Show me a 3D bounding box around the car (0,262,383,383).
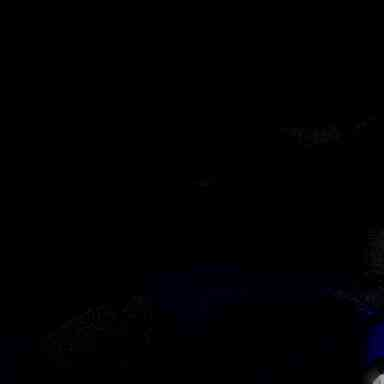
[{"bbox_3d":[-0.045,1.478,2.920,5.008,1.535,1.882,0,0,-34],"label":"car"}]
